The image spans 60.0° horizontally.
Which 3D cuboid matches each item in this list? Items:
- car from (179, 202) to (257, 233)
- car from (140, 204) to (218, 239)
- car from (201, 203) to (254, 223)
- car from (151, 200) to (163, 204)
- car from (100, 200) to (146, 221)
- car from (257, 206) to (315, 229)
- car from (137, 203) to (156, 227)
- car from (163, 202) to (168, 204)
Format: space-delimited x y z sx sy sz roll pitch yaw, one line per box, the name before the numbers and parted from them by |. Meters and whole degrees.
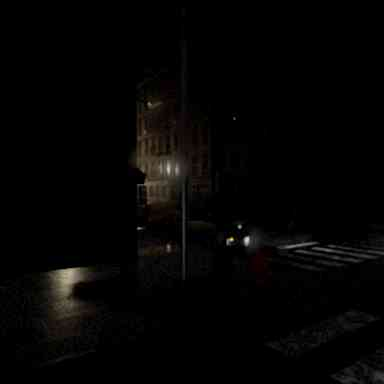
car | 1.013 1.508 18.903 2.128 1.511 4.902 0 0 -35
car | -0.604 1.553 16.812 1.752 1.417 4.829 0 0 -35
car | 2.702 1.575 26.007 1.802 1.307 4.206 0 0 -35
car | -3.674 1.526 34.965 1.752 1.417 4.829 0 0 -35
car | -6.120 1.517 28.938 2.128 1.511 4.902 0 0 -36
car | 5.841 1.555 21.597 1.947 1.339 4.313 0 0 -35
car | -3.841 1.583 21.361 2.008 1.369 4.403 0 0 -35
car | -0.436 1.563 30.416 1.947 1.339 4.313 0 0 -35
